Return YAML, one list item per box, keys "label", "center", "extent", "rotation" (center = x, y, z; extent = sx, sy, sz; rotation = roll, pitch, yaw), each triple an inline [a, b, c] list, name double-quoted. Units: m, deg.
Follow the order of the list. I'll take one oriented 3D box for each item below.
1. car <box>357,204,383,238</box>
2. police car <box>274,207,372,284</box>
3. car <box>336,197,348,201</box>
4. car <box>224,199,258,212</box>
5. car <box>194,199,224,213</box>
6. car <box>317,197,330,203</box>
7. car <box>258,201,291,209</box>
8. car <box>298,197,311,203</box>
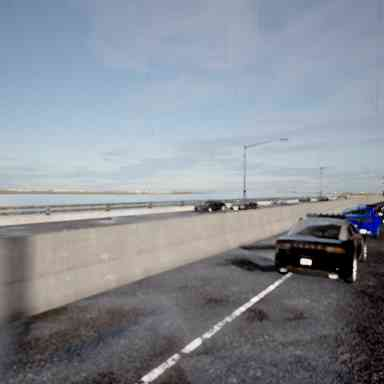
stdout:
- label: "car"
  center: [9.325, 1.548, 18.418]
  extent: [1.882, 1.535, 5.008]
  rotation: [0, 0, 32]
- label: "police car"
  center: [4.071, 1.461, 10.058]
  extent: [1.930, 1.638, 5.238]
  rotation: [0, 0, 32]
- label: "car"
  center: [32.016, 1.717, 71.003]
  extent: [2.128, 1.511, 4.902]
  rotation: [0, 0, 33]
- label: "car"
  center: [5.915, 1.582, 37.385]
  extent: [2.128, 1.511, 4.902]
  rotation: [0, 0, 33]
- label: "car"
  center: [2.098, 1.556, 37.909]
  extent: [1.882, 1.535, 5.008]
  rotation: [0, 0, 33]
- label: "car"
  center: [28.409, 1.739, 71.890]
  extent: [1.994, 1.385, 4.181]
  rotation: [0, 0, 33]
- label: "car"
  center: [9.409, 1.647, 36.363]
  extent: [2.033, 1.411, 5.357]
  rotation: [0, 0, 33]
- label: "car"
  center: [24.573, 1.738, 72.428]
  extent: [1.994, 1.385, 4.181]
  rotation: [0, 0, 33]
